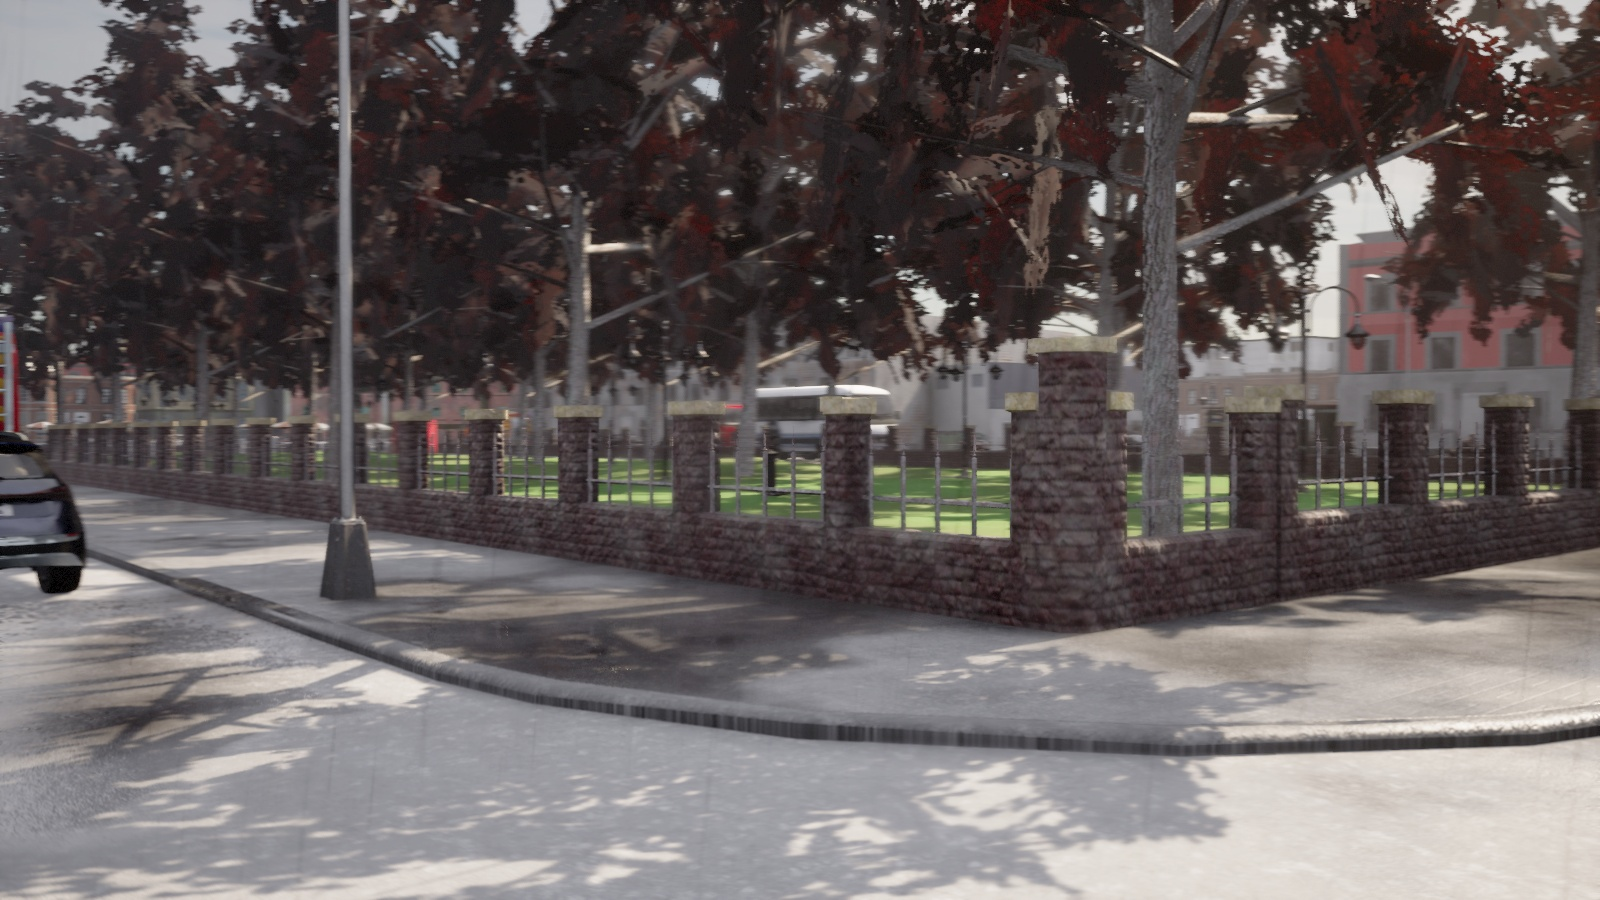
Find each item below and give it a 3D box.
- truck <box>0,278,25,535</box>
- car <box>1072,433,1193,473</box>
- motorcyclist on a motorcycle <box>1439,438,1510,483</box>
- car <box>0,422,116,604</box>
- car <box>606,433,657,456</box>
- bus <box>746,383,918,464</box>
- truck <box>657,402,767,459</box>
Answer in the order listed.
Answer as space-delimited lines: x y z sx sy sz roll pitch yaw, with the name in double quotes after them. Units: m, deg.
-15.597 -0.694 21.026 2.891 3.827 8.468 0 1 -43 "truck"
14.626 0.099 55.410 2.033 1.649 4.856 0 1 -40 "car"
23.790 0.344 44.317 0.797 1.523 2.044 0 1 -39 "motorcyclist on a motorcycle"
-8.949 0.540 13.056 2.033 1.649 4.856 0 1 -44 "car"
-11.706 -0.406 87.266 1.789 1.549 3.705 0 1 -40 "car"
1.648 -1.481 71.118 3.944 4.253 10.273 0 1 -40 "bus"
-5.705 -1.241 80.012 2.891 3.462 7.936 0 1 -40 "truck"
